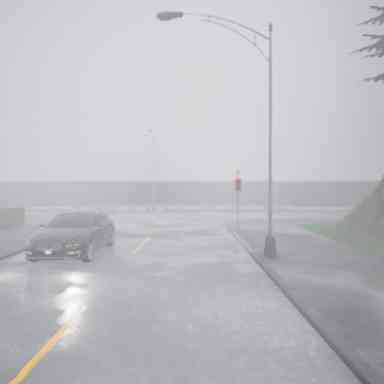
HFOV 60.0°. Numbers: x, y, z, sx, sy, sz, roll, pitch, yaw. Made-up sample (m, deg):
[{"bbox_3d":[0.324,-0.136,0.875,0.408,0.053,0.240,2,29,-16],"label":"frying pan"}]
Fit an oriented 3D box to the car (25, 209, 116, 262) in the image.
[{"bbox_3d":[-4.029,1.422,11.792,1.837,1.490,4.892,0,1,0],"label":"car"}]
